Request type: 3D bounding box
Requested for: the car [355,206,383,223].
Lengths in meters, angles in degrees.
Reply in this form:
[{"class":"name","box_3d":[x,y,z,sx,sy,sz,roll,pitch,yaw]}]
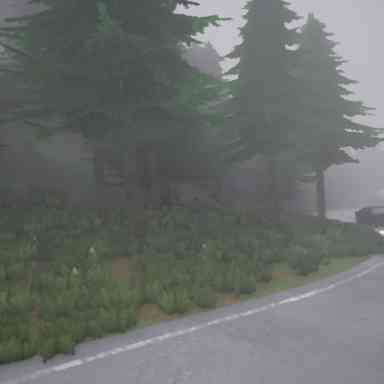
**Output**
[{"class":"car","box_3d":[14.199,1.856,25.512,1.882,1.535,5.008,-4,-2,6]}]
